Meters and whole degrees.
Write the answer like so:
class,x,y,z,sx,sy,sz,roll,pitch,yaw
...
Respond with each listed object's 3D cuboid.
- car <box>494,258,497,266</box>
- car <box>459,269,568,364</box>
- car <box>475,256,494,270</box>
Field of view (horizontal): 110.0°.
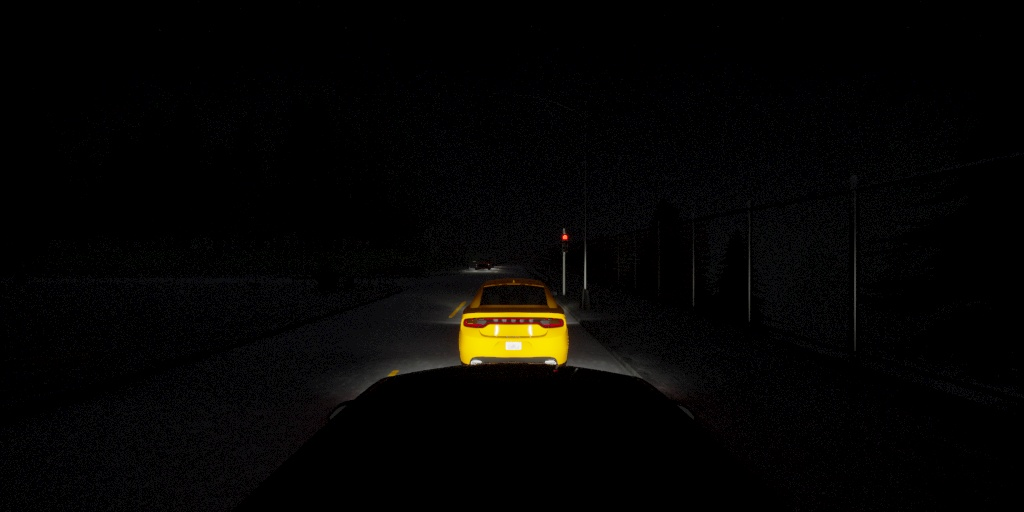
class,x,y,z,sx,sy,sz,roll,pitch,yaw
car,-4.108,1.351,62.224,1.895,1.301,4.718,0,0,0
car,0.043,1.228,7.979,1.882,1.535,5.008,0,0,0
car,-4.122,1.102,51.948,2.097,1.767,4.553,0,0,0
